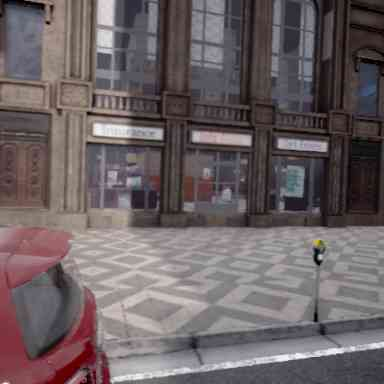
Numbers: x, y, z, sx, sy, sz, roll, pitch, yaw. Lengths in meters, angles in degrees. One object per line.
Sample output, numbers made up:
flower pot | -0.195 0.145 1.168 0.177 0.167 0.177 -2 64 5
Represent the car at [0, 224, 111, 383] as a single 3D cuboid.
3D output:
car | -2.973 1.148 1.776 5.009 1.841 2.192 1 2 -16
